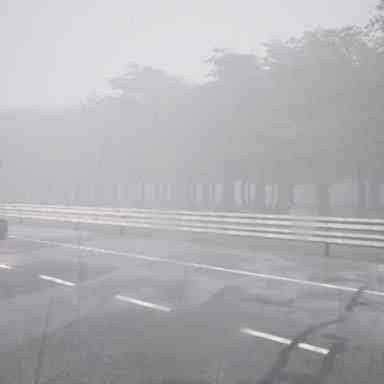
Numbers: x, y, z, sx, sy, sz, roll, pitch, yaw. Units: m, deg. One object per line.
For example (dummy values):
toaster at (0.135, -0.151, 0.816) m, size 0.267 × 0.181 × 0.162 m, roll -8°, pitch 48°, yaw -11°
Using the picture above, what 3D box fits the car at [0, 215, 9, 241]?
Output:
car at (-10.509, 1.520, 15.677) m, size 4.892 × 1.490 × 1.837 m, roll 0°, pitch 0°, yaw 36°
